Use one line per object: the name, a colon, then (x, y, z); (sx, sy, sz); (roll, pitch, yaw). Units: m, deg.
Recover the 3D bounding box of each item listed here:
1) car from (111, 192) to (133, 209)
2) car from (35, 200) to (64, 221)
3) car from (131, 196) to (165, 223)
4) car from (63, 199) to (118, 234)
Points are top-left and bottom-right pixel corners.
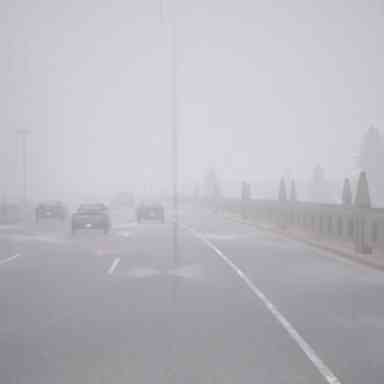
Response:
car: (-8.410, 0.996, 40.153); (2.150, 2.045, 5.566); (0, 1, -23)
car: (-10.762, 1.351, 25.742); (1.882, 1.535, 5.008); (0, 0, -15)
car: (-3.240, 1.332, 24.563); (1.882, 1.535, 5.008); (0, 0, -14)
car: (-5.467, 1.390, 18.494); (2.128, 1.511, 4.902); (0, 0, -11)
